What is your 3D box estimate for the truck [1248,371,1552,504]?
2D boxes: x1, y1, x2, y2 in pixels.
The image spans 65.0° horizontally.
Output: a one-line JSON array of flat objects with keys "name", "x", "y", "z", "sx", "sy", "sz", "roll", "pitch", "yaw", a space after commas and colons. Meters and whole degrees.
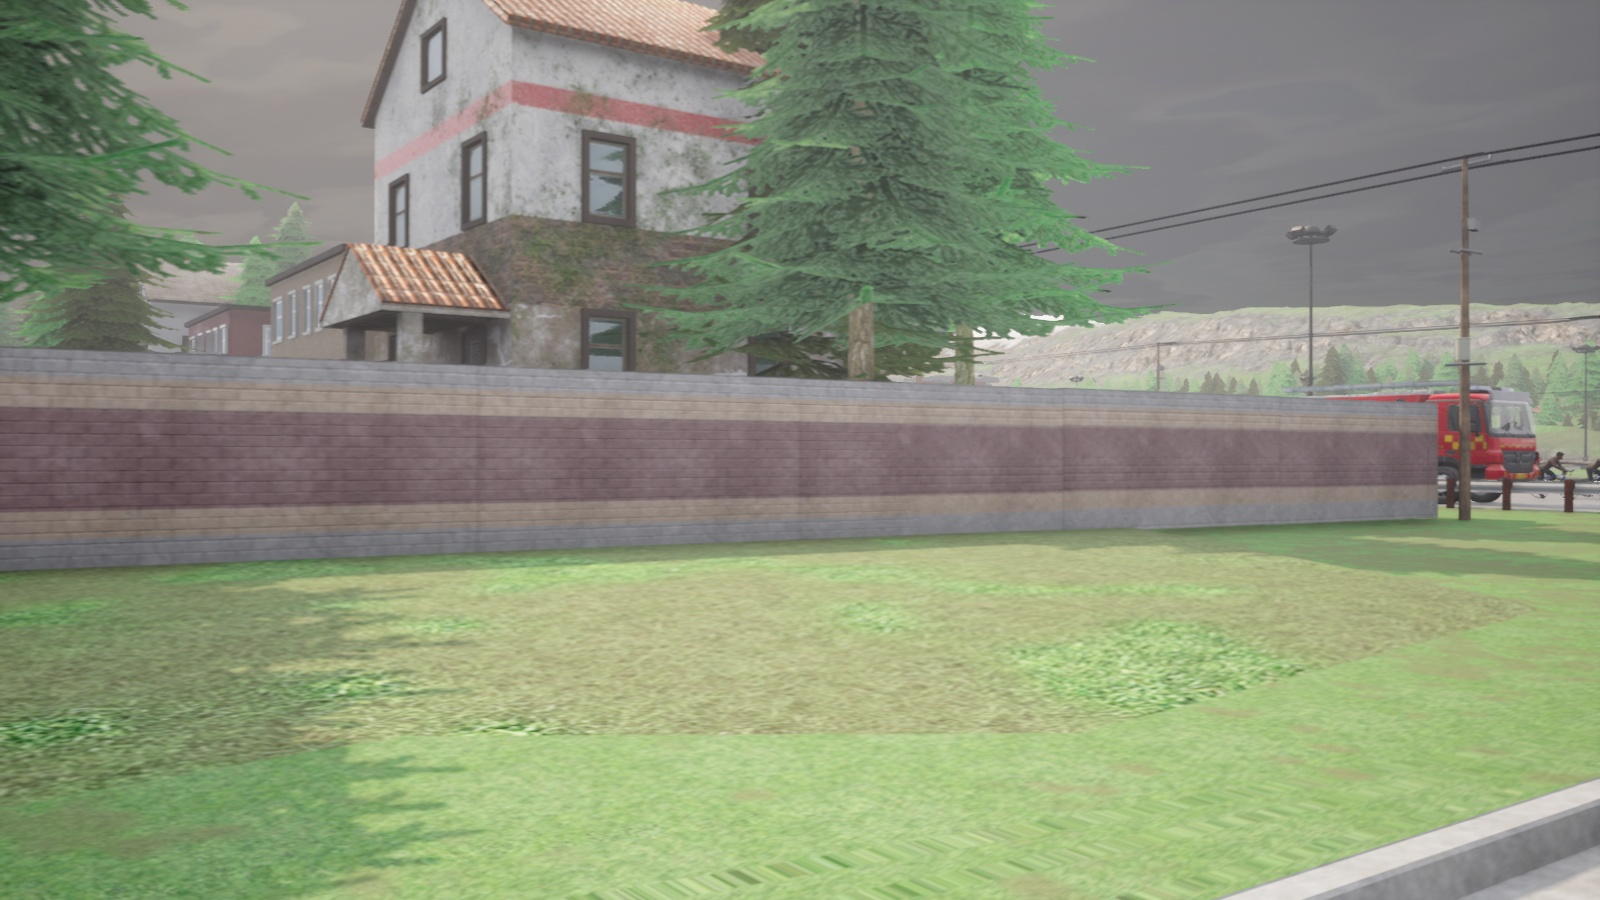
[{"name": "truck", "x": 19.015, "y": -0.333, "z": 40.443, "sx": 2.891, "sy": 3.827, "sz": 8.468, "roll": 0, "pitch": 0, "yaw": -36}]
